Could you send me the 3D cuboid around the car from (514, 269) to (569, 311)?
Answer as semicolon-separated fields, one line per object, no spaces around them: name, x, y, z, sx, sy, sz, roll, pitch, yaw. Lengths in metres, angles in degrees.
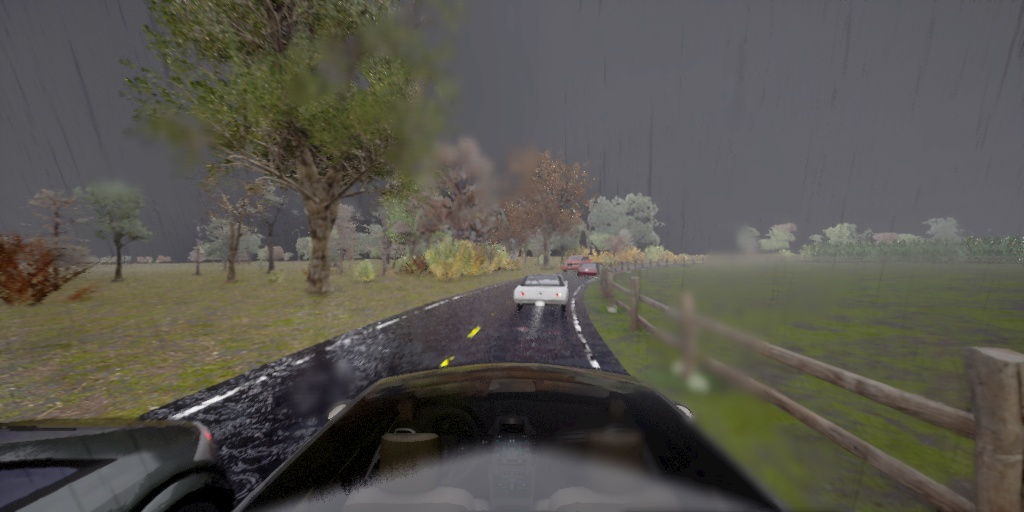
car;1.322;1.370;14.604;1.895;1.301;4.718;0;0;9

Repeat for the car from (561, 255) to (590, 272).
car;7.686;0.921;42.200;2.150;2.045;5.566;0;0;29

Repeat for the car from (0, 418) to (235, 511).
car;-2.670;1.297;0.434;1.994;1.385;4.181;0;0;0

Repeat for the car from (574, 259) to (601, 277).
car;7.934;1.307;35.991;1.994;1.385;4.181;0;0;24
